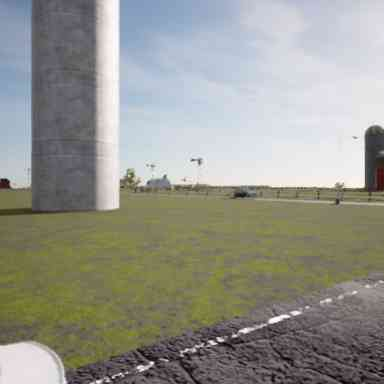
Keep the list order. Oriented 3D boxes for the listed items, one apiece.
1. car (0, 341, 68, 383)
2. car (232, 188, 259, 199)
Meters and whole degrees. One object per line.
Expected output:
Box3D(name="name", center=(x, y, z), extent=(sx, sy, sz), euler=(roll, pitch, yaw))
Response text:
Box3D(name="car", center=(-2.750, 1.555, 1.093), extent=(4.674, 1.442, 1.812), euler=(-1, 1, -36))
Box3D(name="car", center=(8.486, 0.172, 52.768), extent=(2.097, 1.767, 4.553), euler=(0, 1, -36))
